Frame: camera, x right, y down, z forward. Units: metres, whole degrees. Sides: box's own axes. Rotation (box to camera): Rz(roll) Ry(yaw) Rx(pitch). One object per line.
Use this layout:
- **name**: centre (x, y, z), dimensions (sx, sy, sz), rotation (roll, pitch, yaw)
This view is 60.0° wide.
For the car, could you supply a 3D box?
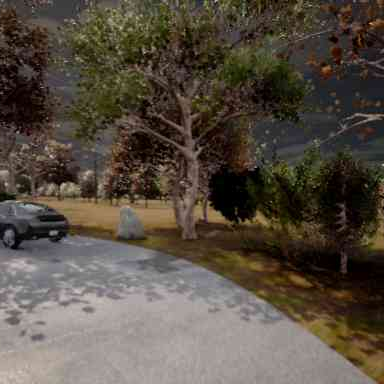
- **car**: centre (-6.686, 1.096, 12.379), dimensions (4.892, 1.490, 1.837), rotation (1, -2, 31)
